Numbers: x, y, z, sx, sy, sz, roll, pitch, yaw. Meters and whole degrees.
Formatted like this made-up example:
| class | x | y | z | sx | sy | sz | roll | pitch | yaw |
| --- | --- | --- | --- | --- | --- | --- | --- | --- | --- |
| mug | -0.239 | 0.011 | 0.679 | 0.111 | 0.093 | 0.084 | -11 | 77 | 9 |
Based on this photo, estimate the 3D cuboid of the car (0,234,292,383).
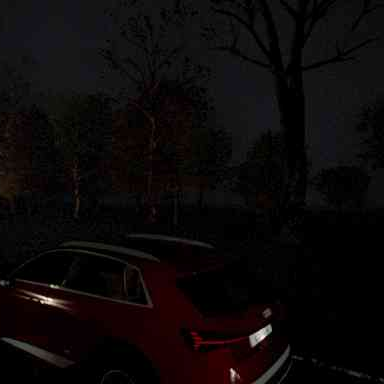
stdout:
| class | x | y | z | sx | sy | sz | roll | pitch | yaw |
| --- | --- | --- | --- | --- | --- | --- | --- | --- | --- |
| car | -1.195 | 1.387 | 4.421 | 4.856 | 1.649 | 2.033 | 0 | -1 | 35 |
